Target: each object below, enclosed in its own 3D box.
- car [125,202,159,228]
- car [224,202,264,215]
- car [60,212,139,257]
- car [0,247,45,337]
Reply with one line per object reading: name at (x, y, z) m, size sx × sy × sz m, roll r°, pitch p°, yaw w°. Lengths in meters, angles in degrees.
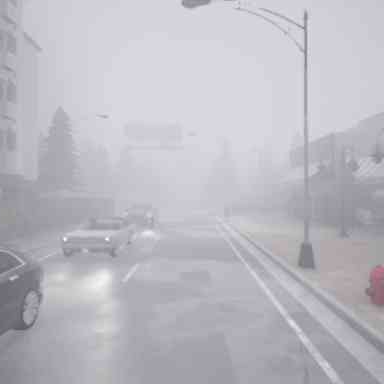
car at (-3.563, 1.522, 23.643) m, size 2.097 × 1.767 × 4.553 m, roll 0°, pitch 0°, yaw 0°
car at (6.371, 1.959, 40.644) m, size 4.902 × 1.511 × 2.128 m, roll 0°, pitch -1°, yaw -13°
car at (-3.599, 1.699, 13.473) m, size 1.895 × 1.301 × 4.718 m, roll 0°, pitch 0°, yaw 0°
car at (-3.602, 1.537, 4.203) m, size 1.837 × 1.490 × 4.892 m, roll 0°, pitch 0°, yaw 0°
